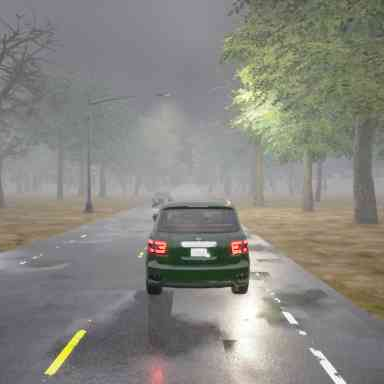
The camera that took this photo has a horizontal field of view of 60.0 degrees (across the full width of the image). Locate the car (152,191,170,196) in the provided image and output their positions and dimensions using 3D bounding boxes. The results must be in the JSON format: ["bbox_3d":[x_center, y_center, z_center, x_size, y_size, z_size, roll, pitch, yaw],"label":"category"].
[{"bbox_3d":[-3.671,0.875,41.177,2.150,2.045,5.566,0,1,0],"label":"car"}]

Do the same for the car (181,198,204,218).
[{"bbox_3d":[0.032,1.327,28.287,1.812,1.442,4.674,0,0,0],"label":"car"}]

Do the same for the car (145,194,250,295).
[{"bbox_3d":[0.091,1.188,8.806,2.150,2.045,5.566,0,0,-1],"label":"car"}]
